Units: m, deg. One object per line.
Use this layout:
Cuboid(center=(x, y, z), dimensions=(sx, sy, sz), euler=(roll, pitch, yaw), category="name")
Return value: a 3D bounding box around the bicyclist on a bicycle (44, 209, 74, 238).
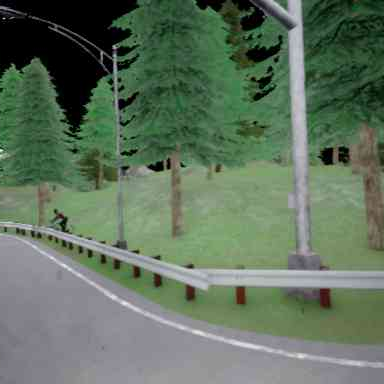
Cuboid(center=(-7.506, 1.773, 18.777), dimensions=(1.656, 1.620, 0.582), euler=(-3, 2, -34), category="bicyclist on a bicycle")
